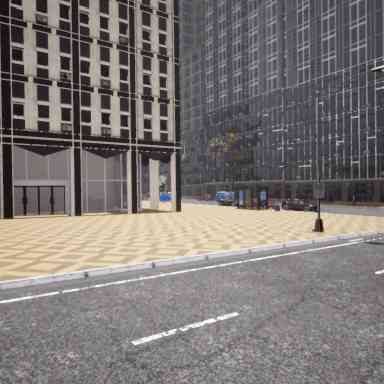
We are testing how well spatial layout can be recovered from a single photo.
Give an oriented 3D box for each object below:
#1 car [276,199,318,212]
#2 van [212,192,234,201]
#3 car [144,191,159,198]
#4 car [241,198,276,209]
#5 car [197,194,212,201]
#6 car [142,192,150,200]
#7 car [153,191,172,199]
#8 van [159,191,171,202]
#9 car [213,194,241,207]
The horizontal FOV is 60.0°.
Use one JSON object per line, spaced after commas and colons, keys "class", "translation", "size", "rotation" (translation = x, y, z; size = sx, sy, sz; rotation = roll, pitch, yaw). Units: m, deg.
{"class": "car", "translation": [11.621, 1.423, 35.739], "size": [1.947, 1.339, 4.313], "rotation": [0, 1, -34]}
{"class": "van", "translation": [5.846, 0.855, 59.312], "size": [1.690, 1.788, 3.998], "rotation": [0, 1, -34]}
{"class": "car", "translation": [-10.162, 0.685, 82.794], "size": [1.967, 1.590, 4.097], "rotation": [0, 1, -34]}
{"class": "car", "translation": [8.433, 1.388, 40.447], "size": [1.802, 1.307, 4.206], "rotation": [0, 1, -34]}
{"class": "car", "translation": [2.645, 1.043, 64.011], "size": [1.802, 1.307, 4.206], "rotation": [0, 1, -34]}
{"class": "car", "translation": [-10.683, 1.039, 68.684], "size": [2.008, 1.369, 4.403], "rotation": [0, 1, -34]}
{"class": "car", "translation": [-6.960, 0.614, 78.097], "size": [2.192, 1.841, 5.009], "rotation": [0, 1, -34]}
{"class": "van", "translation": [-4.279, 0.937, 59.290], "size": [1.690, 1.788, 3.998], "rotation": [0, 1, -34]}
{"class": "car", "translation": [5.280, 1.319, 45.175], "size": [1.947, 1.339, 4.313], "rotation": [0, 1, -34]}
